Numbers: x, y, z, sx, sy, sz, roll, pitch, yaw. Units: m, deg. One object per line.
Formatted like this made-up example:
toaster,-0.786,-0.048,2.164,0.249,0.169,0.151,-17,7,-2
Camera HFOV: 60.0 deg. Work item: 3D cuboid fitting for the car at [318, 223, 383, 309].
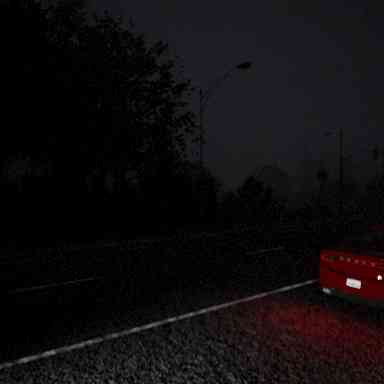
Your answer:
car,4.794,1.394,7.144,5.008,1.535,1.882,-1,0,-35
